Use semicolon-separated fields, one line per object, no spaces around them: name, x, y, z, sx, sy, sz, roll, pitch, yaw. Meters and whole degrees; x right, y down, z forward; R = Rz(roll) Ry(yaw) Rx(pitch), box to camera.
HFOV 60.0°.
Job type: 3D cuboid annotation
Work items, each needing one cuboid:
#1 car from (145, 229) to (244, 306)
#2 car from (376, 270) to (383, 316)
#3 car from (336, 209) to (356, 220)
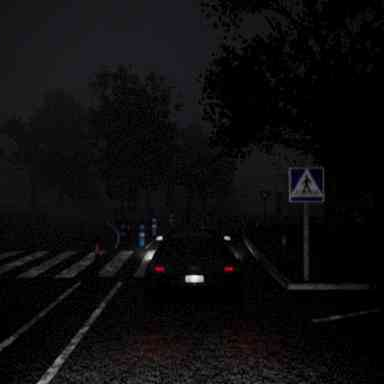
car;0.038;1.576;8.154;1.994;1.385;4.181;0;0;0
car;5.313;1.502;5.426;4.892;1.521;2.231;1;0;-21
car;18.464;2.731;39.723;1.895;1.301;4.718;1;-2;31
